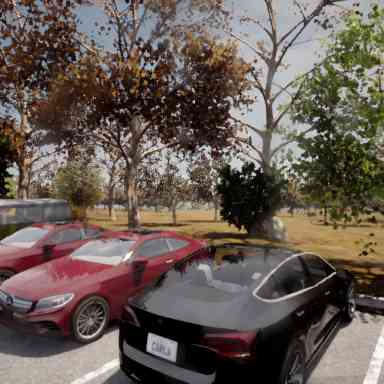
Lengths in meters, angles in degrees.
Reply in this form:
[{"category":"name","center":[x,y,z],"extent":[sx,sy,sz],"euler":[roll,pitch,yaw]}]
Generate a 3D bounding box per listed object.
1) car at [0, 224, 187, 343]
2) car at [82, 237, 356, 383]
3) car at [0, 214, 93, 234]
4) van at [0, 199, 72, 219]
[{"category":"car","center":[-1.305,1.508,6.709],"extent":[2.002,1.452,4.674],"euler":[0,0,36]},{"category":"car","center":[1.077,1.508,5.033],"extent":[2.163,1.488,4.792],"euler":[0,0,36]},{"category":"car","center":[-3.569,1.491,8.332],"extent":[2.002,1.452,4.674],"euler":[0,0,36]},{"category":"van","center":[-5.816,1.210,9.783],"extent":[1.878,1.987,4.442],"euler":[0,1,35]}]
